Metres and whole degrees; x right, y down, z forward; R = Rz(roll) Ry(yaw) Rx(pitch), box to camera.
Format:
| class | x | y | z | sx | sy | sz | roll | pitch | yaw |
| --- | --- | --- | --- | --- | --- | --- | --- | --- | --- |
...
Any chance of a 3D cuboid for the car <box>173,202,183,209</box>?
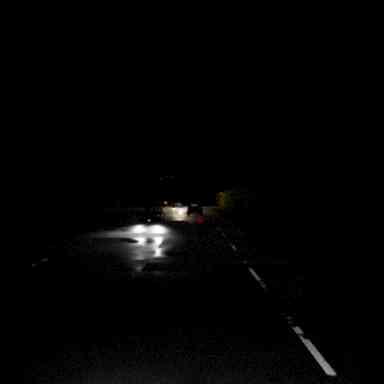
| class | x | y | z | sx | sy | sz | roll | pitch | yaw |
| --- | --- | --- | --- | --- | --- | --- | --- | --- | --- |
| car | -3.025 | 2.752 | 70.366 | 1.812 | 1.442 | 4.674 | 0 | -1 | 0 |

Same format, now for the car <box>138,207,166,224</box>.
| class | x | y | z | sx | sy | sz | roll | pitch | yaw |
| --- | --- | --- | --- | --- | --- | --- | --- | --- | --- |
| car | -3.409 | 1.996 | 28.829 | 1.895 | 1.301 | 4.718 | 0 | -1 | 0 |

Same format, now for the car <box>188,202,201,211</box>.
| class | x | y | z | sx | sy | sz | roll | pitch | yaw |
| --- | --- | --- | --- | --- | --- | --- | --- | --- | --- |
| car | 0.484 | 2.442 | 57.186 | 2.128 | 1.511 | 4.902 | 0 | -1 | 0 |

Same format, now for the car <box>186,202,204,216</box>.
| class | x | y | z | sx | sy | sz | roll | pitch | yaw |
| --- | --- | --- | --- | --- | --- | --- | --- | --- | --- |
| car | 0.375 | 2.109 | 41.176 | 2.128 | 1.511 | 4.902 | 0 | -1 | 0 |
